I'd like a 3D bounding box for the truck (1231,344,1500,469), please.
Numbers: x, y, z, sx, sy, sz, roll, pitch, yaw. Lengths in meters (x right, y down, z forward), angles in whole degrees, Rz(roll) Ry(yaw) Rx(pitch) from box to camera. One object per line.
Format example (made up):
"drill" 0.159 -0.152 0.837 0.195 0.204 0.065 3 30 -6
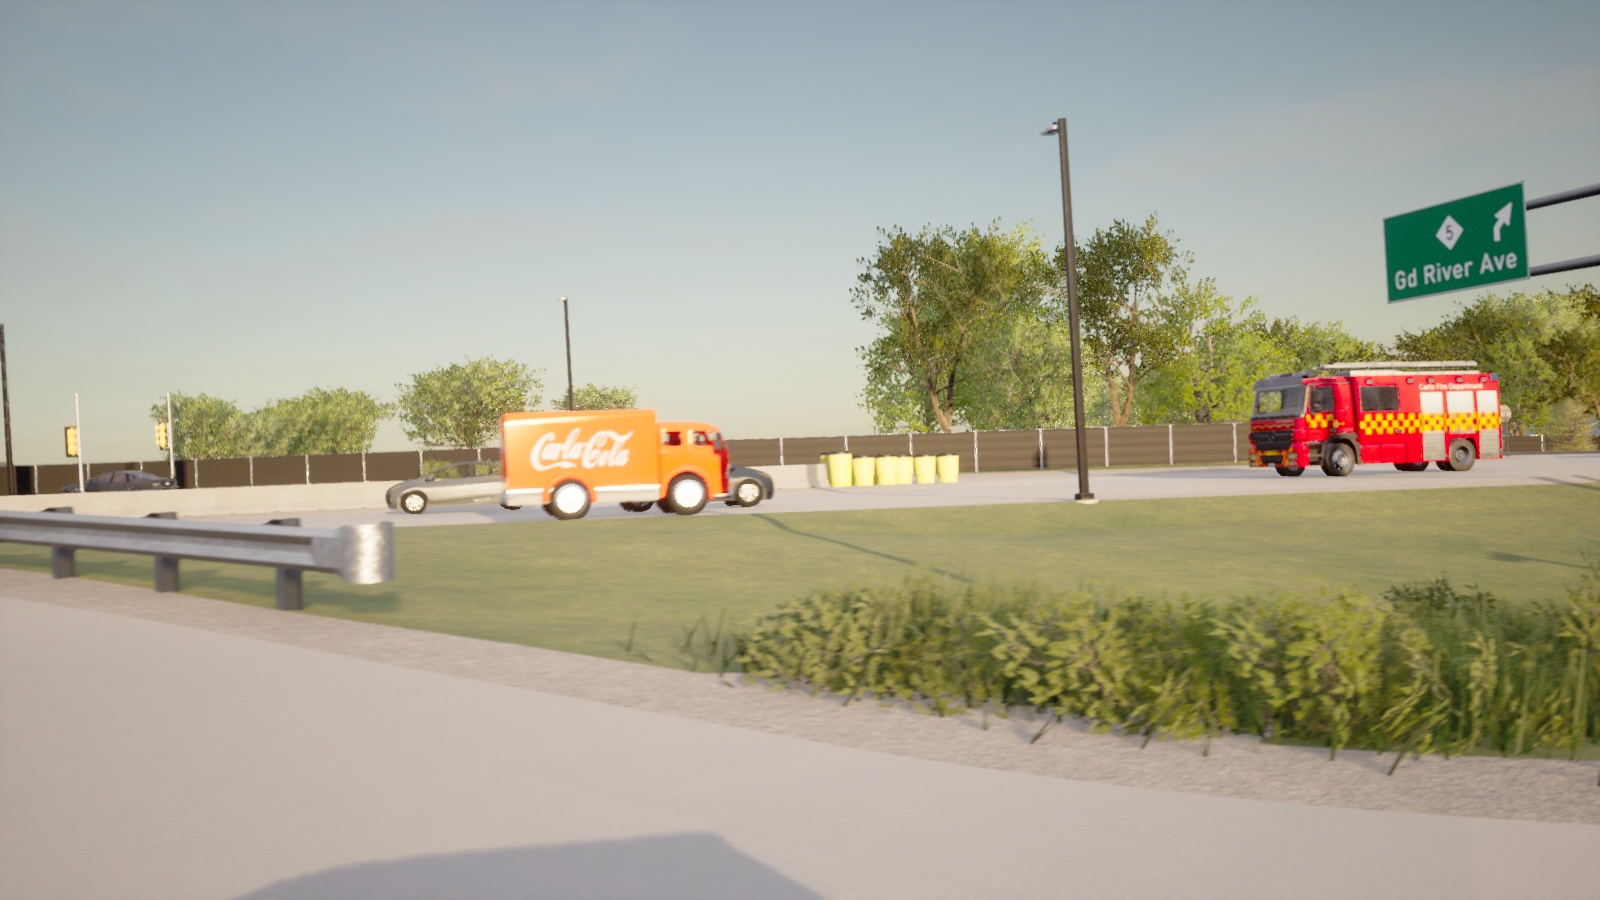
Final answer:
"truck" 19.605 -1.495 43.555 8.468 3.827 2.891 -3 -1 -17

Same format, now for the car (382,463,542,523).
"car" -10.285 1.286 38.235 4.514 1.525 2.007 -3 -1 -17

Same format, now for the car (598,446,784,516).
"car" -2.899 0.809 33.142 4.514 1.525 2.007 -3 -1 -17

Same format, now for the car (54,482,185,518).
"car" -32.466 2.369 59.994 5.357 1.411 2.033 -3 0 10

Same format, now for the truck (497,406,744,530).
"truck" -4.211 0.406 29.109 5.204 2.467 2.627 -3 -1 -17
